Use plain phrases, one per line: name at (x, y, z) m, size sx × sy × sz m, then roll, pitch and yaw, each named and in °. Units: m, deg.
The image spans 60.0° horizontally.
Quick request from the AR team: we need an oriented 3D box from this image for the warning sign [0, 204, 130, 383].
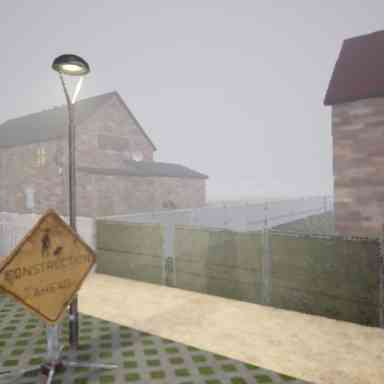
warning sign at (-1.562, 1.106, 3.681) m, size 1.060 × 1.860 × 1.300 m, roll -2°, pitch 1°, yaw 34°
